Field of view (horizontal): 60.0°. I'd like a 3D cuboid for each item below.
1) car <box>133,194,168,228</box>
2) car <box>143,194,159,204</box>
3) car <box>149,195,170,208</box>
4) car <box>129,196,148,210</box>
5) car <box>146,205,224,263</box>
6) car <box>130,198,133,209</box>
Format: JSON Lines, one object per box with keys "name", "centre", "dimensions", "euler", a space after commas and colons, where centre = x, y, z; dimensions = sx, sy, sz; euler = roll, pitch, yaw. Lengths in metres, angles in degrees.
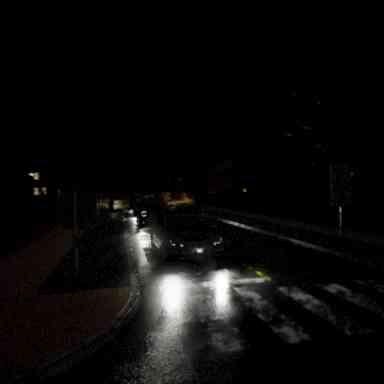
{"name": "car", "centre": [-2.349, 1.205, 20.896], "dimensions": [2.097, 1.767, 4.553], "euler": [-1, 1, -12]}
{"name": "car", "centre": [-6.920, 1.106, 55.645], "dimensions": [2.033, 1.411, 5.357], "euler": [-1, 1, -12]}
{"name": "car", "centre": [-4.353, 1.179, 43.892], "dimensions": [2.033, 1.411, 5.357], "euler": [-1, 1, -12]}
{"name": "car", "centre": [-6.506, 1.261, 40.122], "dimensions": [2.033, 1.411, 5.357], "euler": [-1, 1, -12]}
{"name": "car", "centre": [-0.352, 1.428, 11.947], "dimensions": [1.837, 1.490, 4.892], "euler": [-1, 1, -14]}
{"name": "car", "centre": [-4.314, 1.310, 29.965], "dimensions": [1.812, 1.442, 4.674], "euler": [-1, 1, -12]}
